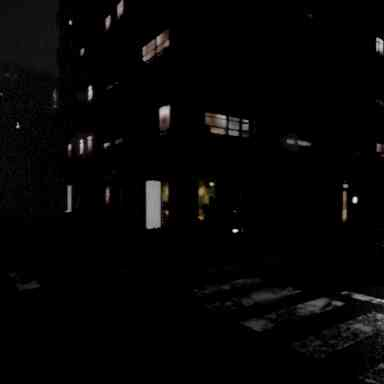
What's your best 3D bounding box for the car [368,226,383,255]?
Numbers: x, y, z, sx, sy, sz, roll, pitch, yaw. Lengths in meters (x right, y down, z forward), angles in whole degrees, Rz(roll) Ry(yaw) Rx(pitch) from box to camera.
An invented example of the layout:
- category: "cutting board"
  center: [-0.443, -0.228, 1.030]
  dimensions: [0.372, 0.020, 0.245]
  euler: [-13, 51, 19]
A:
- category: "car"
  center: [8.344, 1.646, 12.526]
  dimensions: [4.403, 1.369, 2.008]
  euler: [1, 0, -36]
